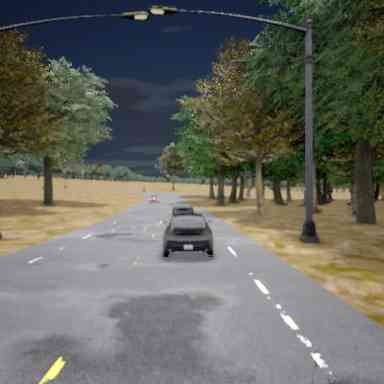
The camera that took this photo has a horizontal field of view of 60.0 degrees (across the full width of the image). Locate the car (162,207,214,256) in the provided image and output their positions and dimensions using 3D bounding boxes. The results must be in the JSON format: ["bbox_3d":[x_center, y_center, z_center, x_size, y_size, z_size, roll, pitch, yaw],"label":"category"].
[{"bbox_3d":[-0.167,1.595,13.594,1.837,1.490,4.892,-1,0,-1],"label":"car"}]

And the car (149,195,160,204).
[{"bbox_3d":[-7.368,1.319,65.041,2.097,1.767,4.553,0,1,-5],"label":"car"}]

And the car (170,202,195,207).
[{"bbox_3d":[-0.802,1.614,28.619,1.837,1.490,4.892,0,1,-3],"label":"car"}]
